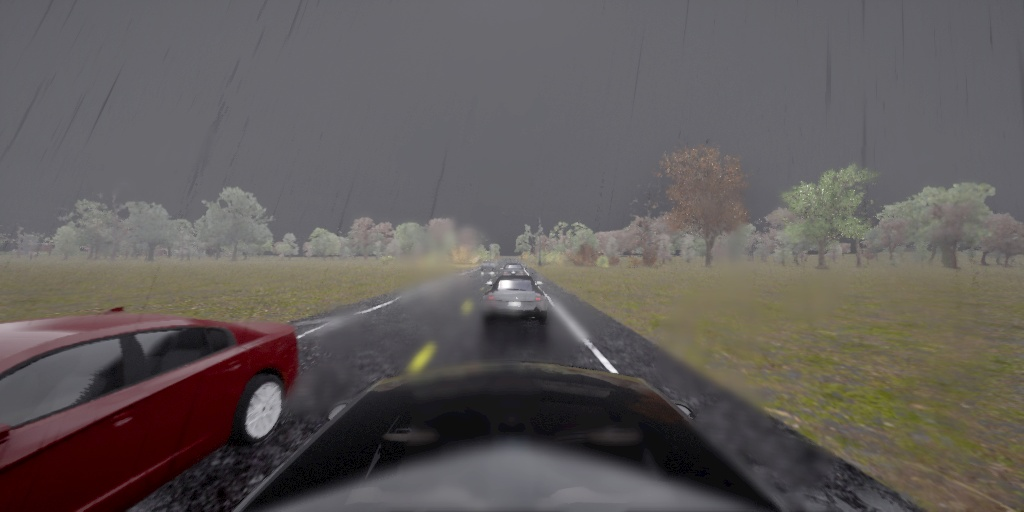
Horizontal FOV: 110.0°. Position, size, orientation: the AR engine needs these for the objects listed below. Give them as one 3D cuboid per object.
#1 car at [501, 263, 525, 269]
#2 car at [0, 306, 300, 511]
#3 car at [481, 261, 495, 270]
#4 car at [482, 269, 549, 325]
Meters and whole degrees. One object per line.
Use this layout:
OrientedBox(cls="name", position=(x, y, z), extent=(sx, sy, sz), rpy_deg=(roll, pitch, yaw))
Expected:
OrientedBox(cls="car", position=(0.106, 1.299, 29.619), extent=(2.033, 1.411, 5.357), rpy_deg=(0, 0, 0))
OrientedBox(cls="car", position=(-3.600, 1.228, 2.434), extent=(1.882, 1.535, 5.008), rpy_deg=(0, 0, 0))
OrientedBox(cls="car", position=(-3.508, 1.355, 52.843), extent=(1.895, 1.301, 4.718), rpy_deg=(0, 0, 1))
OrientedBox(cls="car", position=(0.102, 1.315, 11.853), extent=(1.994, 1.385, 4.181), rpy_deg=(0, 0, 0))
